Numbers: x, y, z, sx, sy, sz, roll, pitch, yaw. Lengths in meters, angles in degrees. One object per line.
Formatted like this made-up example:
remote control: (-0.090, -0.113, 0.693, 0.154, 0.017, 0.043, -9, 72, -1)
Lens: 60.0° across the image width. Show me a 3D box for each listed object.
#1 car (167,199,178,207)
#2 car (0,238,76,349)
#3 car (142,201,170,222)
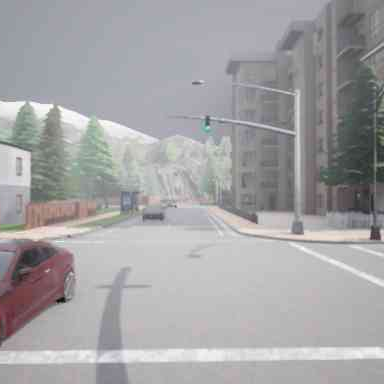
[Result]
car: (-3.449, 1.916, 56.185, 2.097, 1.767, 4.553, 0, -1, 0)
car: (-3.494, 1.600, 5.788, 1.812, 1.442, 4.674, 0, -1, 0)
car: (-3.472, 1.894, 31.183, 1.882, 1.535, 5.008, 0, -1, 0)
